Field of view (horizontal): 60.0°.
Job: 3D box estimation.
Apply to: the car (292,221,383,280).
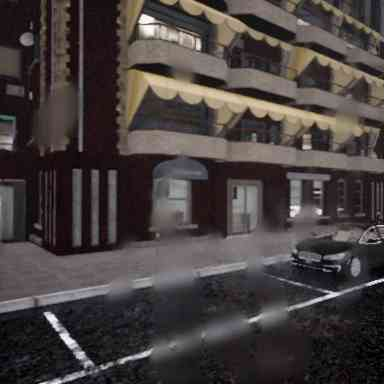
[{"bbox_3d":[4.846,1.593,10.031,4.403,1.369,2.008,0,0,-36],"label":"car"}]
